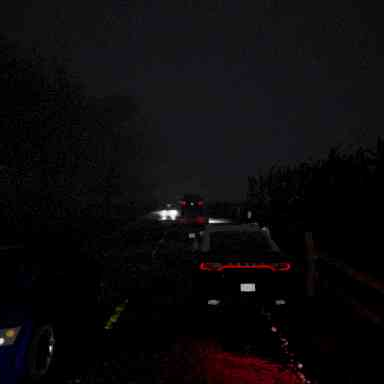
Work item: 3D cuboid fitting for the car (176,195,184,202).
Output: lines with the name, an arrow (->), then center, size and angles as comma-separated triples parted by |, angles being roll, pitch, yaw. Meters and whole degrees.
car -> -2.871, 1.474, 79.275 | 1.882, 1.535, 5.008 | 0, 0, 0

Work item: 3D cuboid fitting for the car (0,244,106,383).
car -> -2.760, 1.562, 5.235 | 1.994, 1.385, 4.181 | 0, 0, 0

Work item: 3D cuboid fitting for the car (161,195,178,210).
car -> -2.816, 1.486, 42.613 | 2.128, 1.511, 4.902 | 0, 0, 0

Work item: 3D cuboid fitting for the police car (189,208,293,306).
police car -> 0.949, 1.423, 8.251 | 1.930, 1.638, 5.238 | 0, 0, 0

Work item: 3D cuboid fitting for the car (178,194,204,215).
car -> 0.011, 1.216, 33.869 | 2.150, 2.045, 5.566 | 0, 0, 0
